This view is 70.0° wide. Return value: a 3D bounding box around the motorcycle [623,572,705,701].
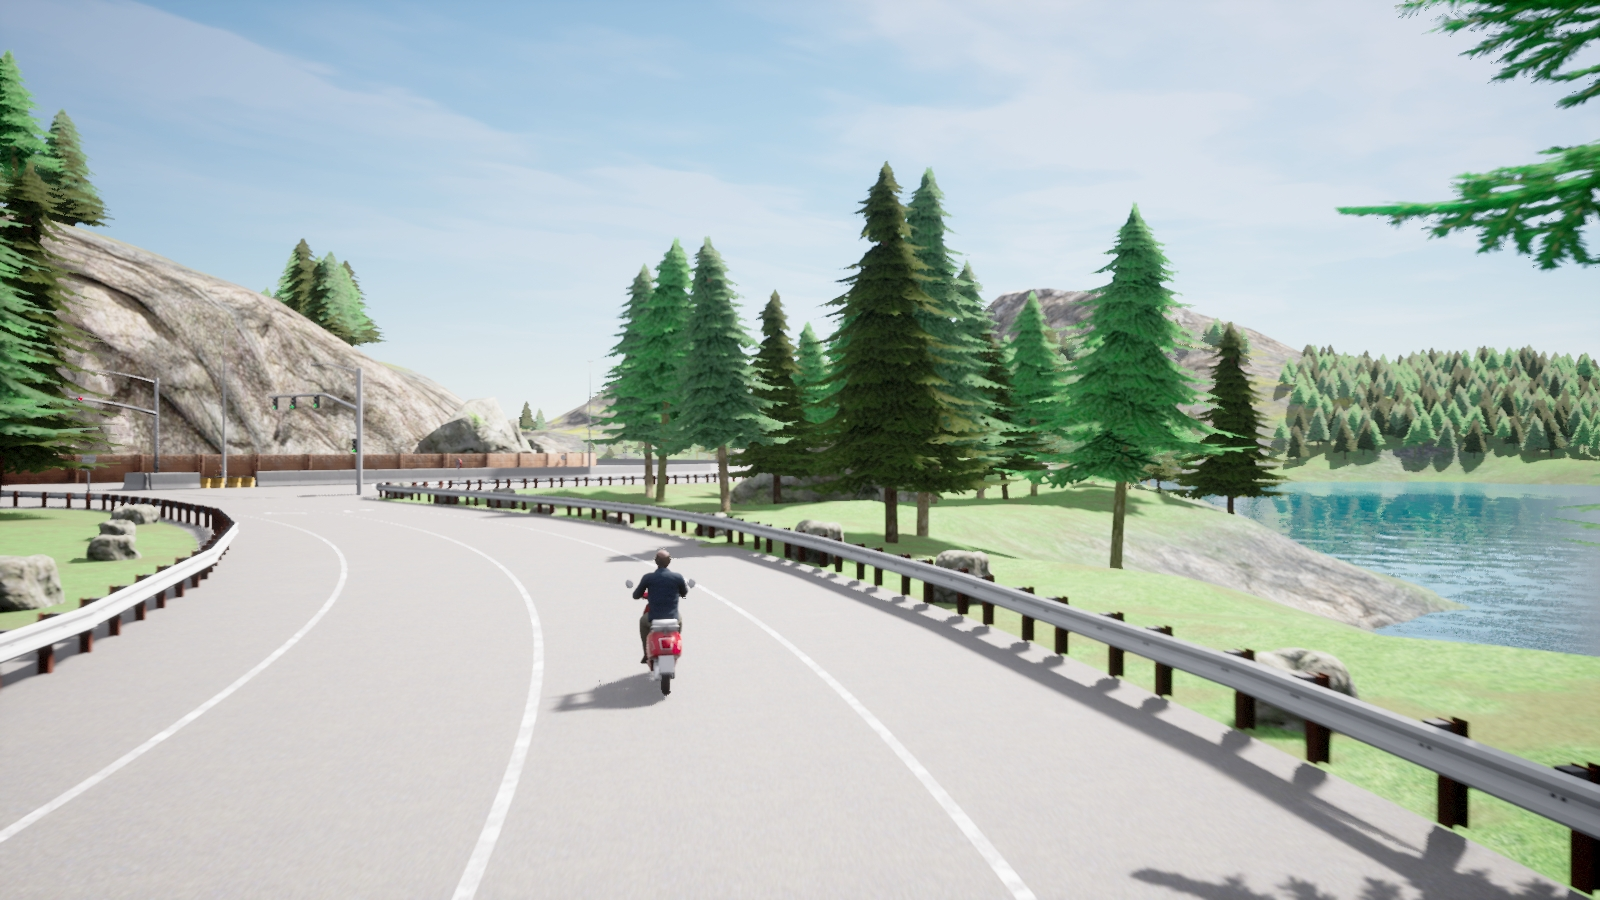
[{"bbox_3d":[-1.659,2.182,13.687,0.856,1.236,1.805,0,0,-10],"label":"motorcycle"}]
